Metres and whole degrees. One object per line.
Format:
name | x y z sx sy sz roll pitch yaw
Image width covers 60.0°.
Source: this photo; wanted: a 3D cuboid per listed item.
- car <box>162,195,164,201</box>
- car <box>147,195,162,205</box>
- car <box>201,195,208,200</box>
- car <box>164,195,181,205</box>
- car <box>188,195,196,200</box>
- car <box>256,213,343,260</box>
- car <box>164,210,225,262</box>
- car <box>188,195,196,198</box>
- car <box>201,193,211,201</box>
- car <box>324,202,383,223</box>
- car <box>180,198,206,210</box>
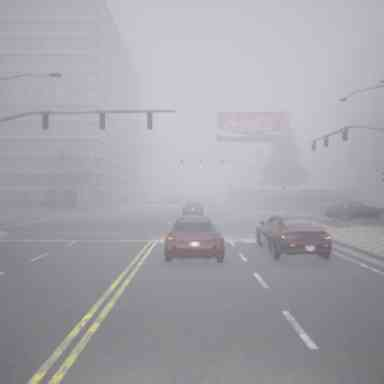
car | -7.002 1.494 76.171 1.837 1.490 4.892 0 0 0
car | -7.041 1.521 60.596 1.812 1.442 4.674 0 0 1
car | 3.497 1.464 91.198 1.812 1.442 4.674 0 0 0
car | -3.539 1.596 60.490 1.895 1.301 4.718 0 0 1
car | -0.003 1.479 91.197 2.033 1.411 5.357 0 0 0
car | 3.610 1.525 12.353 1.812 1.442 4.674 0 0 1
car | 0.042 1.562 12.145 1.994 1.385 4.181 0 0 -1
car | -0.002 1.514 81.526 2.128 1.511 4.902 0 0 0
car | 3.498 1.215 81.565 2.150 2.045 5.566 0 0 0
car | 12.566 1.489 25.157 4.902 1.511 2.128 0 0 -2
car | 0.092 1.561 32.073 1.994 1.385 4.181 0 0 0
